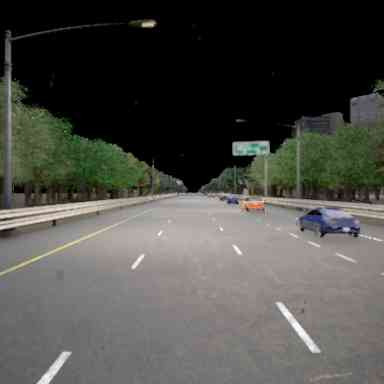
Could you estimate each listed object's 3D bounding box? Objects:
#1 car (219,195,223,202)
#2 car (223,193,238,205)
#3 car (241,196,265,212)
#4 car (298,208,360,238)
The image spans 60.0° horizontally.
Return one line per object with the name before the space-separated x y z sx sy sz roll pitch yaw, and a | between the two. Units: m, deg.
car | 7.289 1.445 77.682 1.837 1.490 4.892 0 0 0
car | 7.197 1.460 60.341 1.882 1.535 5.008 0 0 0
car | 7.088 1.342 39.126 2.097 1.767 4.553 0 0 0
car | 7.019 1.534 17.400 1.812 1.442 4.674 0 0 0
